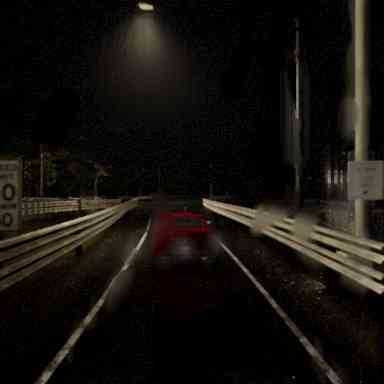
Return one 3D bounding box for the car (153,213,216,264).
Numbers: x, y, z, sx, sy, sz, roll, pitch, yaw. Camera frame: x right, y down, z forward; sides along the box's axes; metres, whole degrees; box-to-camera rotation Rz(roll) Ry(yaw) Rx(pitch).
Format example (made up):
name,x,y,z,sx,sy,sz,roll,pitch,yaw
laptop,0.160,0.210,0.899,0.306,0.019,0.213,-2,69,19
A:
name,x,y,z,sx,sy,sz,roll,pitch,yaw
car,-0.310,1.475,11.834,1.882,1.535,5.008,0,0,-3
